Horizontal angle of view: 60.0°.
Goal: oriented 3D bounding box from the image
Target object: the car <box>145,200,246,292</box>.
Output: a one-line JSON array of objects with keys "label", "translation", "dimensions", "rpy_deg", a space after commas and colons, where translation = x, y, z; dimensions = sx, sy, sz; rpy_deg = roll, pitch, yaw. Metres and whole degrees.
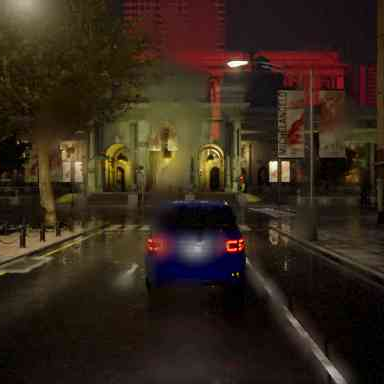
[{"label": "car", "translation": [0.099, 1.221, 9.078], "dimensions": [2.150, 2.045, 5.566], "rpy_deg": [0, 0, 1]}]
